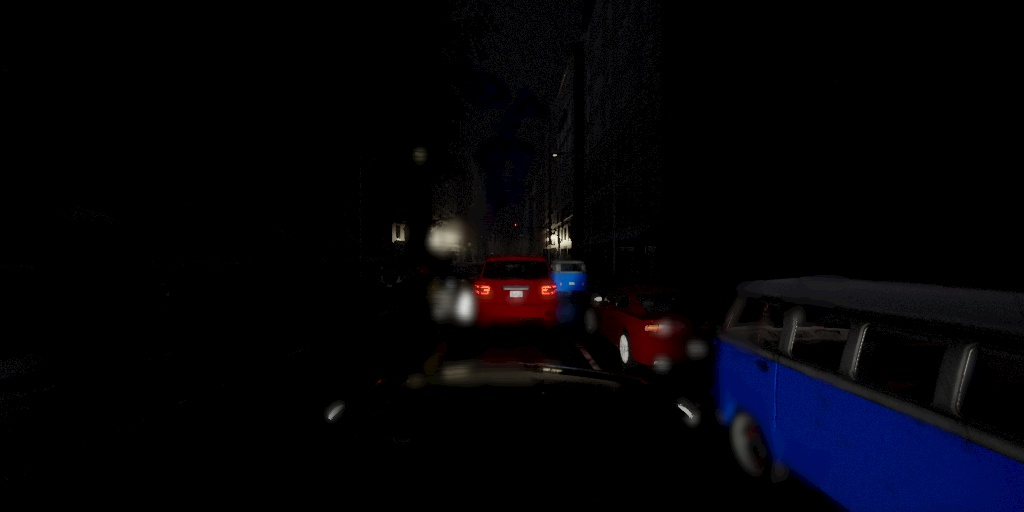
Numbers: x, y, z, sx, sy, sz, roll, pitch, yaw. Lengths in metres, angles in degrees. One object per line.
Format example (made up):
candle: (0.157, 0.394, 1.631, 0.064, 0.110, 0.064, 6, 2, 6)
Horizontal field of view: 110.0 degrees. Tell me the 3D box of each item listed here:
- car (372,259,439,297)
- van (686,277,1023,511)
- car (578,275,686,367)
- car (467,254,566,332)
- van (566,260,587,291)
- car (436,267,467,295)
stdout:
car: (-5.644, 1.060, 19.043, 2.192, 1.841, 5.009, 0, 0, 0)
van: (2.856, 1.091, 2.089, 1.690, 1.789, 3.998, 0, 0, 0)
car: (2.864, 1.294, 7.750, 1.888, 1.381, 4.507, 0, 0, 0)
car: (0.114, 0.970, 10.972, 2.150, 2.045, 5.566, 0, 0, 0)
van: (2.881, 1.086, 19.071, 1.690, 1.789, 3.998, 0, 0, 0)
car: (-3.051, 1.308, 19.813, 1.994, 1.385, 4.181, 0, 0, 0)
